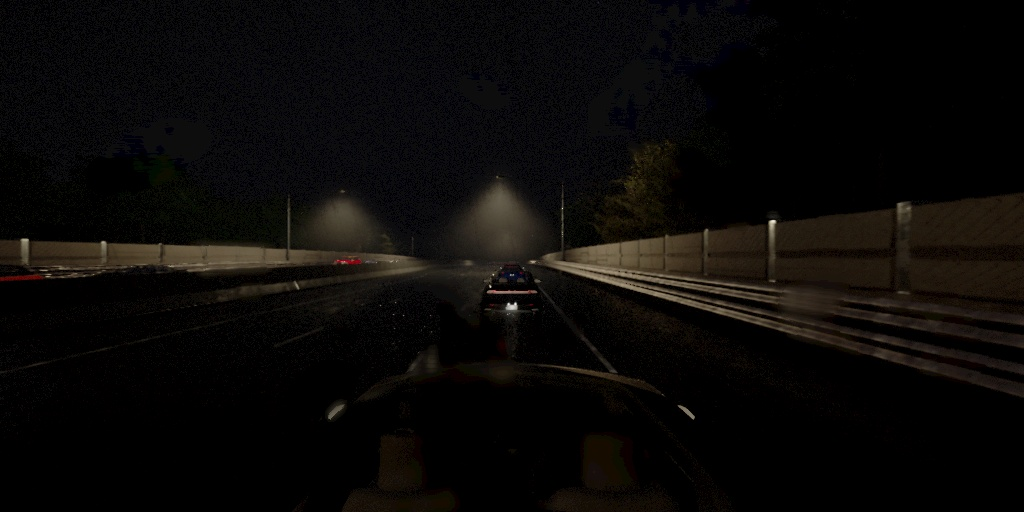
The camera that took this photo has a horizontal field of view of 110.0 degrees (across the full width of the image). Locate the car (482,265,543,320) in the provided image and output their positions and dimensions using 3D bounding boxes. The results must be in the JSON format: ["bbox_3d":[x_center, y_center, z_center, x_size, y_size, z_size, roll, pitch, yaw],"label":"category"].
[{"bbox_3d":[0.002,1.247,12.565,2.128,1.511,4.902,0,0,0],"label":"car"}]

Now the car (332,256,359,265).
[{"bbox_3d":[-24.548,1.026,53.564,2.150,2.045,5.566,0,0,1],"label":"car"}]

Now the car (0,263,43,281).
[{"bbox_3d":[-21.085,1.102,13.455,2.097,1.767,4.553,0,0,0],"label":"car"}]

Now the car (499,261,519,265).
[{"bbox_3d":[0.003,1.314,27.334,1.994,1.385,4.181,0,0,0],"label":"car"}]

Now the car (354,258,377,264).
[{"bbox_3d":[-21.049,1.353,53.664,2.033,1.411,5.357,0,0,1],"label":"car"}]

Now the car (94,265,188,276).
[{"bbox_3d":[-24.522,1.296,23.887,2.033,1.411,5.357,0,0,0],"label":"car"}]
